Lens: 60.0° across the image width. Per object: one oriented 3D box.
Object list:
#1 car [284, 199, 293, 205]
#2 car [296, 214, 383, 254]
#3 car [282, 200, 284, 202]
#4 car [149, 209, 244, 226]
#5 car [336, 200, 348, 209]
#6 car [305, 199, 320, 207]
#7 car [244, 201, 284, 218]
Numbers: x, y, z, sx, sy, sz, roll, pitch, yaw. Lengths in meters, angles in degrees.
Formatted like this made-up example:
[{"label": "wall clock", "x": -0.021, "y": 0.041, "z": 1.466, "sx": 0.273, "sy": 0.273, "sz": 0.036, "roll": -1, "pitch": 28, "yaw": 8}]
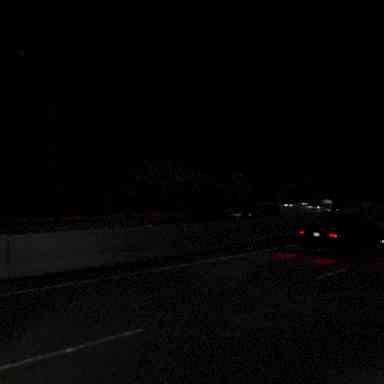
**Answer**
[{"label": "car", "x": 22.249, "y": 2.237, "z": 77.334, "sx": 1.994, "sy": 1.385, "sz": 4.181, "roll": 0, "pitch": -1, "yaw": 7}, {"label": "car", "x": 6.398, "y": 1.640, "z": 14.036, "sx": 5.357, "sy": 1.411, "sz": 2.033, "roll": 1, "pitch": 0, "yaw": -44}, {"label": "car", "x": 9.116, "y": 1.819, "z": 39.679, "sx": 1.812, "sy": 1.442, "sz": 4.674, "roll": 0, "pitch": -1, "yaw": 32}, {"label": "car", "x": 0.223, "y": 1.642, "z": 18.080, "sx": 5.357, "sy": 1.411, "sz": 2.033, "roll": 1, "pitch": 0, "yaw": -43}, {"label": "car", "x": 23.251, "y": 1.992, "z": 52.145, "sx": 1.994, "sy": 1.385, "sz": 4.181, "roll": 0, "pitch": -1, "yaw": 22}, {"label": "car", "x": 23.765, "y": 2.077, "z": 64.934, "sx": 1.812, "sy": 1.442, "sz": 4.674, "roll": 0, "pitch": -1, "yaw": 13}, {"label": "car", "x": 6.114, "y": 1.763, "z": 29.592, "sx": 1.994, "sy": 1.385, "sz": 4.181, "roll": 0, "pitch": -1, "yaw": 39}]
